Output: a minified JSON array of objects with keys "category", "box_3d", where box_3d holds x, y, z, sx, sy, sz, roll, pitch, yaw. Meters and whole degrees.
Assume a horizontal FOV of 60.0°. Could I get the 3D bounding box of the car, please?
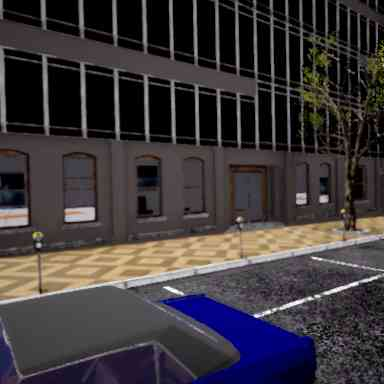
[{"category":"car","box_3d":[-1.234,1.596,2.497,4.718,1.301,1.895,-1,0,-35]}]
